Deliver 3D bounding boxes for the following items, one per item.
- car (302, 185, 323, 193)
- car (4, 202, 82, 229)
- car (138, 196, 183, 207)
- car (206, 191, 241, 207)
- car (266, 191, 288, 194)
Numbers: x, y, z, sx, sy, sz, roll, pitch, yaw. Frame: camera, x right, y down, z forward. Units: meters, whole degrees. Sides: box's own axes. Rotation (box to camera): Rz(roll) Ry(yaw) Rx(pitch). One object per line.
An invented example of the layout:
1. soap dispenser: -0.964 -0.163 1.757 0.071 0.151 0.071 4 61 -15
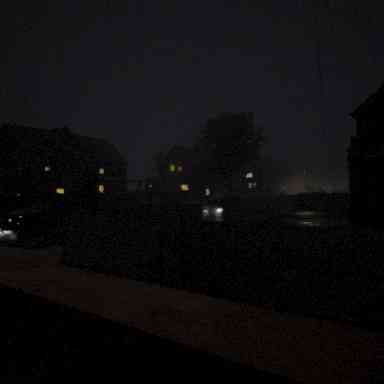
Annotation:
1. car: 19.190 -0.059 52.633 2.150 2.045 5.566 1 2 35
2. car: -8.358 1.253 19.048 1.994 1.385 4.181 1 2 35
3. car: -2.525 1.017 27.232 1.994 1.385 4.181 1 2 36
4. car: 3.413 0.691 35.546 1.882 1.535 5.008 1 2 36
5. car: 12.349 0.053 47.945 2.033 1.411 5.357 1 2 35
